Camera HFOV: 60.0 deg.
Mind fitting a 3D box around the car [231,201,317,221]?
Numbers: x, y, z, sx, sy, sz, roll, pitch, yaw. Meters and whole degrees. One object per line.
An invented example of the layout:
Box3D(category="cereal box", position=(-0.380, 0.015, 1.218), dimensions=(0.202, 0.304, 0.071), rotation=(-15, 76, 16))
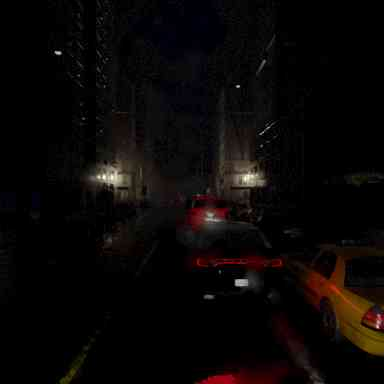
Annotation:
Box3D(category="car", position=(2.844, 1.313, 11.586), dimensions=(2.192, 1.841, 5.009), rotation=(0, 0, 0))

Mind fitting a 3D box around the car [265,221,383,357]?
Box3D(category="car", position=(2.850, 1.524, 6.233), dimensions=(1.752, 1.417, 4.829), rotation=(0, 0, 0))

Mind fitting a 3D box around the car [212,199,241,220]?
Box3D(category="car", position=(2.825, 1.435, 28.157), dimensions=(1.967, 1.590, 4.097), rotation=(0, 0, 0))

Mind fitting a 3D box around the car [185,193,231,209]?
Box3D(category="car", position=(0.878, 1.220, 18.471), dimensions=(2.150, 2.045, 5.566), rotation=(0, 0, 0))

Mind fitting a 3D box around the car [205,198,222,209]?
Box3D(category="car", position=(2.806, 1.558, 44.728), dimensions=(1.947, 1.339, 4.313), rotation=(0, 0, 0))

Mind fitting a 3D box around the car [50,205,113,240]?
Box3D(category="car", position=(-5.688, 1.542, 17.085), dimensions=(1.887, 1.381, 4.507), rotation=(0, 0, 0))

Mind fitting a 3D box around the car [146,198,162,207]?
Box3D(category="car", position=(-5.726, 1.557, 50.236), dimensions=(1.947, 1.339, 4.313), rotation=(0, 0, 0))

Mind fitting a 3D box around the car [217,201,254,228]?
Box3D(category="car", position=(2.831, 1.436, 22.634), dimensions=(1.967, 1.590, 4.097), rotation=(0, 0, 0))

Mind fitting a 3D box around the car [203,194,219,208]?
Box3D(category="car", position=(2.800, 1.306, 50.252), dimensions=(2.192, 1.841, 5.009), rotation=(0, 0, 0))

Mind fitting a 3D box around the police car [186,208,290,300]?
Box3D(category="police car", position=(0.888, 1.424, 8.551), dimensions=(1.930, 1.638, 5.238), rotation=(0, 0, 0))

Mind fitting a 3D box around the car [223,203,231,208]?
Box3D(category="car", position=(2.837, 1.523, 17.280), dimensions=(1.752, 1.417, 4.829), rotation=(0, 0, 0))

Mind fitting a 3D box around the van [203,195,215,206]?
Box3D(category="van", position=(2.794, 1.332, 55.776), dimensions=(1.690, 1.788, 3.998), rotation=(0, 0, 0))

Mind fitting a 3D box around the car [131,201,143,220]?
Box3D(category="car", position=(-5.701, 1.561, 28.135), dimensions=(1.947, 1.339, 4.313), rotation=(0, 0, 0))

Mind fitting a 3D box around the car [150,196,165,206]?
Box3D(category="car", position=(-5.732, 1.431, 55.761), dimensions=(1.967, 1.590, 4.097), rotation=(0, 0, 0))

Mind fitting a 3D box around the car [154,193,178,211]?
Box3D(category="car", position=(-3.143, 1.345, 41.055), dimensions=(2.097, 1.767, 4.553), rotation=(0, 0, 0))

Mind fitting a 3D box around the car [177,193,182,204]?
Box3D(category="car", position=(-3.076, 1.211, 64.886), dimensions=(2.150, 2.045, 5.566), rotation=(0, 0, 0))

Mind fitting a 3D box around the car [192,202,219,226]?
Box3D(category="car", position=(0.871, 1.522, 24.441), dimensions=(1.812, 1.442, 4.674), rotation=(0, 0, 0))

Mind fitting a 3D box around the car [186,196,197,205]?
Box3D(category="car", position=(-0.069, 1.516, 59.563), dimensions=(1.812, 1.442, 4.674), rotation=(0, 0, 0))

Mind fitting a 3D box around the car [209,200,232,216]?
Box3D(category="car", position=(2.819, 1.545, 33.681), dimensions=(2.008, 1.369, 4.403), rotation=(0, 0, 0))

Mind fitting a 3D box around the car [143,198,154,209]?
Box3D(category="car", position=(-5.720, 1.574, 44.711), dimensions=(1.802, 1.307, 4.206), rotation=(0, 0, 0))

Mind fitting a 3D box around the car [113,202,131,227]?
Box3D(category="car", position=(-5.695, 1.562, 22.610), dimensions=(1.947, 1.339, 4.313), rotation=(0, 0, 0))

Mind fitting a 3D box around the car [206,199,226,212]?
Box3D(category="car", position=(2.812, 1.544, 39.205), dimensions=(2.008, 1.369, 4.403), rotation=(0, 0, 0))
